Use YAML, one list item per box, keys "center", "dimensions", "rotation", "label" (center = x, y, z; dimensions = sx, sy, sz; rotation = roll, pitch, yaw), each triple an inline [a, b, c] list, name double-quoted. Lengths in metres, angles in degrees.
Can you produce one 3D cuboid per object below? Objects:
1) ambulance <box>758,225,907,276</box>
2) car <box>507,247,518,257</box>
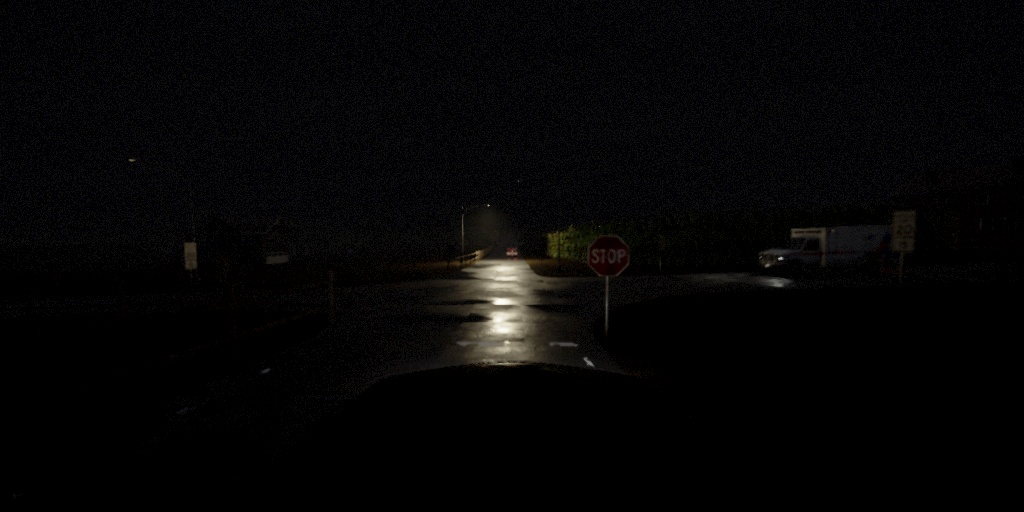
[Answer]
- center: [16.858, -0.307, 19.211]
  dimensions: [6.366, 2.431, 2.351]
  rotation: [-2, 3, 0]
  label: "ambulance"
- center: [0.026, -0.454, 63.790]
  dimensions: [1.895, 1.301, 4.718]
  rotation: [0, 3, 0]
  label: "car"
